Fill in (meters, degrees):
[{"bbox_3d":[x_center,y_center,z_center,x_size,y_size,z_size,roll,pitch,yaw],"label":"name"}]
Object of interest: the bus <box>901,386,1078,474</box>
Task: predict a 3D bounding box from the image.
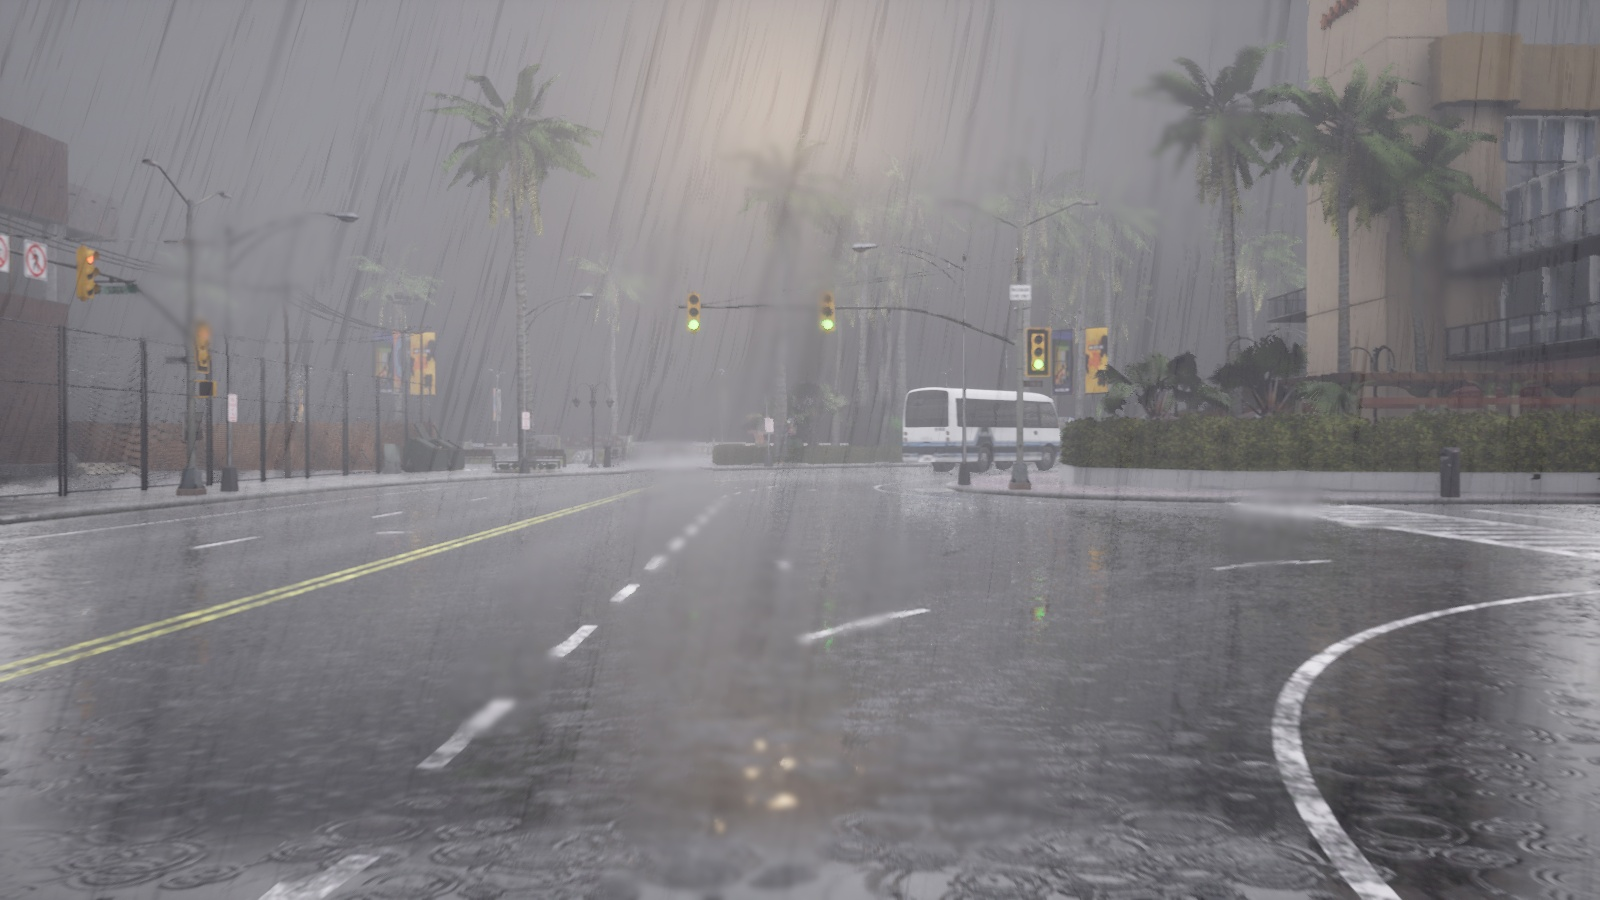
[{"bbox_3d":[10.132,-0.994,66.065,3.944,4.253,10.273,0,0,45],"label":"bus"}]
